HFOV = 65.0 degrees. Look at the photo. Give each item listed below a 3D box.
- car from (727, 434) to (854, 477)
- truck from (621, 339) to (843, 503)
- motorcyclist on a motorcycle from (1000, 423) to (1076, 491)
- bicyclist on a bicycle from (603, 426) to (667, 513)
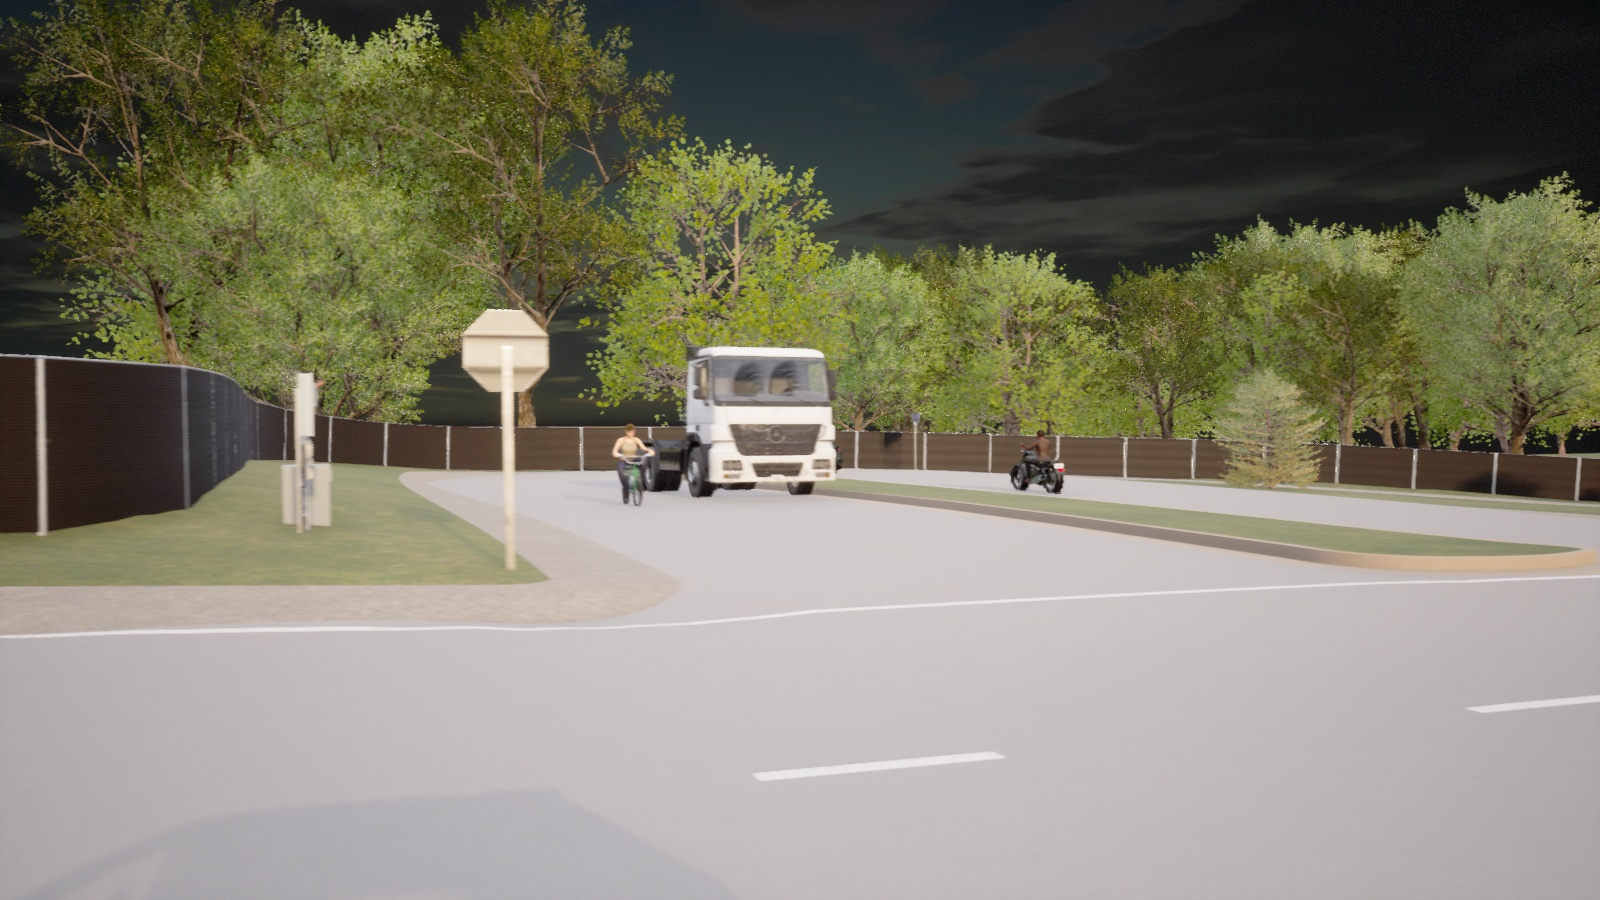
[{"bbox_3d":[-0.412,0.199,47.451,2.163,1.488,4.792,-3,2,-40],"label":"car"},{"bbox_3d":[-1.932,-0.626,30.627,2.891,3.462,7.936,-2,0,-22],"label":"truck"},{"bbox_3d":[6.064,0.160,32.096,0.766,1.649,2.350,-2,1,-20],"label":"motorcyclist on a motorcycle"},{"bbox_3d":[-3.232,0.360,24.479,0.866,1.612,1.509,-2,0,-21],"label":"bicyclist on a bicycle"}]
